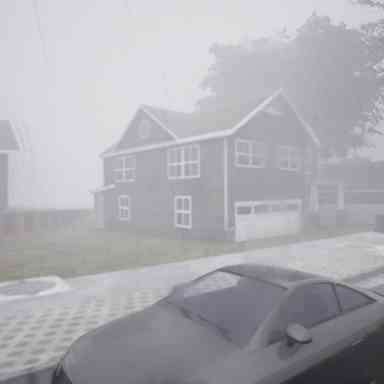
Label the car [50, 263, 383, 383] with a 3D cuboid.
[{"bbox_3d":[0.694,1.584,3.711,4.181,1.385,1.994,0,0,-37],"label":"car"}]
